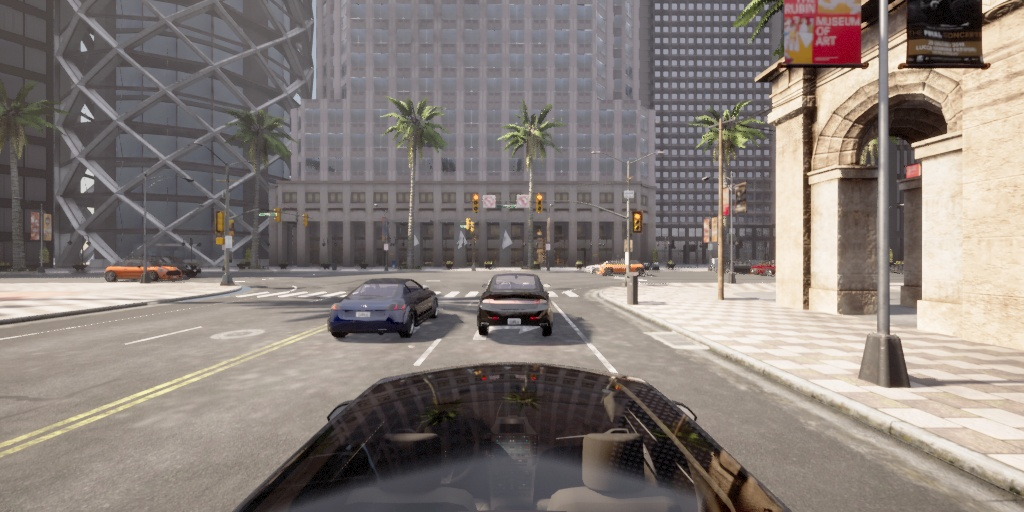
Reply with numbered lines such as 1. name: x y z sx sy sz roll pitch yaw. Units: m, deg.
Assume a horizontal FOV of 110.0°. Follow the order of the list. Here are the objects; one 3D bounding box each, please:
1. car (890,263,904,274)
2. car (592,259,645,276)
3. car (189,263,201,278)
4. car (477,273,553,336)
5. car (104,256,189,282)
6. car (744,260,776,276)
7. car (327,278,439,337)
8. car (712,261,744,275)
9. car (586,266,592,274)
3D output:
1. car: 44.178 1.256 39.230 4.892 1.490 1.837 0 0 0
2. car: 10.768 1.102 35.814 4.553 1.767 2.097 0 0 -1
3. car: -31.168 0.972 31.965 5.566 2.045 2.150 0 0 -3
4. car: 0.118 1.242 10.392 2.128 1.511 4.902 0 0 2
5. car: -29.127 1.102 28.469 4.553 1.767 2.097 0 0 -3
6. car: 26.580 1.227 35.813 5.008 1.535 1.882 0 0 0
7. car: -3.419 1.314 10.261 1.994 1.385 4.181 0 0 0
8. car: 24.630 1.254 39.319 4.892 1.490 1.837 0 0 0
9. car: 10.498 1.276 39.363 4.674 1.442 1.812 0 0 0
